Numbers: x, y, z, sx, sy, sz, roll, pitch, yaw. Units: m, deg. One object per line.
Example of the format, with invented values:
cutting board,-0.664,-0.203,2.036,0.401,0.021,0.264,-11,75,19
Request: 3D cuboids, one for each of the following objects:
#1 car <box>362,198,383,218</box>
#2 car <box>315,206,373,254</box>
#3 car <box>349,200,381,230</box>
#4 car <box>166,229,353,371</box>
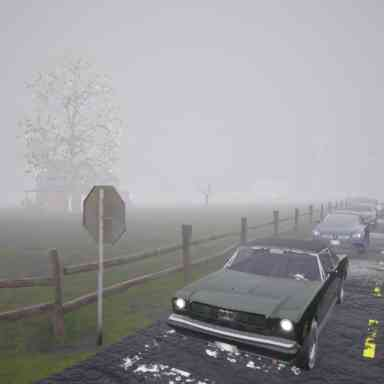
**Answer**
car,16.027,1.357,29.951,2.097,1.767,4.553,0,0,31
car,6.280,1.529,13.816,1.812,1.442,4.674,0,0,31
car,10.933,1.509,21.536,1.837,1.490,4.892,0,0,31
car,1.559,1.602,5.991,1.895,1.301,4.718,0,0,31
